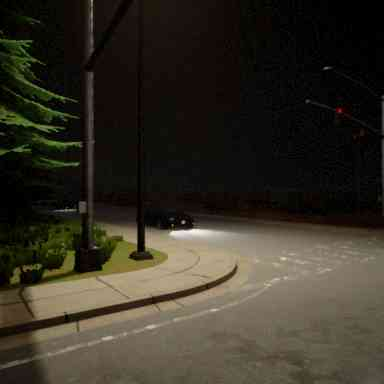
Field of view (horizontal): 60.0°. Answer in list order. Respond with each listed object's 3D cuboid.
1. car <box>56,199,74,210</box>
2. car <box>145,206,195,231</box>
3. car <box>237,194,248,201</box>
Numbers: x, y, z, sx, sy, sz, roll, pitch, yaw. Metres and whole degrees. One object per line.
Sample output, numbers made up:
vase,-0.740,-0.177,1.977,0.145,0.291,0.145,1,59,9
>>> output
car,-16.989,1.573,43.618,2.033,1.411,5.357,0,0,-34
car,-1.627,1.589,21.085,1.994,1.385,4.181,0,0,-34
car,11.305,1.342,79.996,4.553,1.767,2.097,0,0,-32
